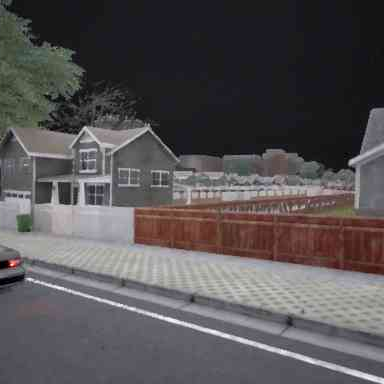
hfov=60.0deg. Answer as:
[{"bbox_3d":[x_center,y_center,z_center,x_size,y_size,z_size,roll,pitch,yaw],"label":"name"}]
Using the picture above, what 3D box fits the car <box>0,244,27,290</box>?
[{"bbox_3d":[-6.063,1.513,7.887,5.357,1.411,2.033,0,0,35],"label":"car"}]
